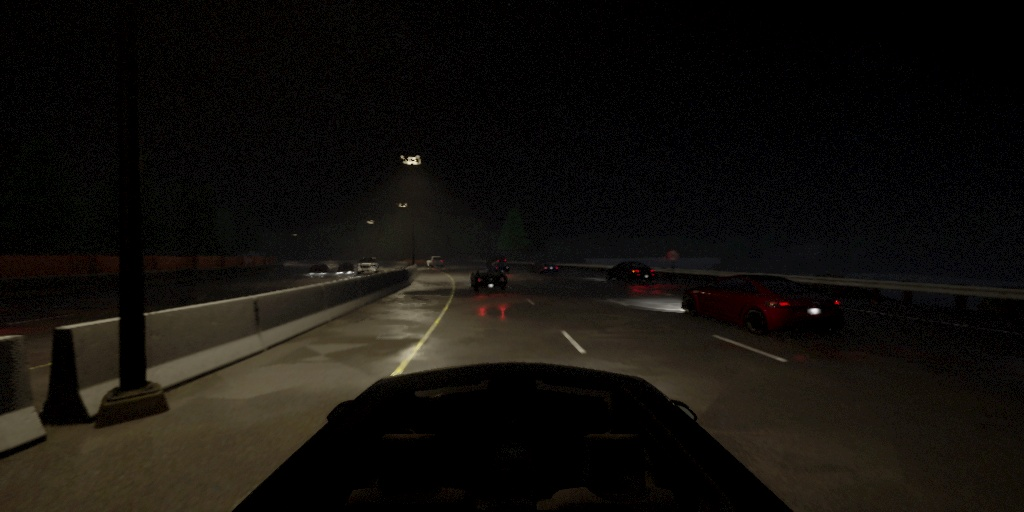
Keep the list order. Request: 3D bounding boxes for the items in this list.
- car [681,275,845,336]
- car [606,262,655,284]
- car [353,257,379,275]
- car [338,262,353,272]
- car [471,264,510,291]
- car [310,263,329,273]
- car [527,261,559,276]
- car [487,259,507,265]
[{"bbox_3d":[6.656,1.217,10.089,1.994,1.385,4.181,-1,0,-5],"label":"car"},{"bbox_3d":[8.400,1.145,25.742,1.812,1.442,4.674,0,0,-10],"label":"car"},{"bbox_3d":[-17.638,1.183,44.050,2.150,2.045,5.566,-1,0,-17],"label":"car"},{"bbox_3d":[-24.001,1.616,52.088,1.994,1.385,4.181,-1,0,-21],"label":"car"},{"bbox_3d":[-1.522,1.355,22.105,1.895,1.301,4.718,-1,0,-9],"label":"car"},{"bbox_3d":[-27.319,1.704,50.977,1.994,1.385,4.181,-1,0,-21],"label":"car"},{"bbox_3d":[3.125,1.231,37.141,2.033,1.411,5.357,-1,0,-16],"label":"car"},{"bbox_3d":[-1.731,1.348,41.827,1.895,1.301,4.718,-1,0,-16],"label":"car"}]
